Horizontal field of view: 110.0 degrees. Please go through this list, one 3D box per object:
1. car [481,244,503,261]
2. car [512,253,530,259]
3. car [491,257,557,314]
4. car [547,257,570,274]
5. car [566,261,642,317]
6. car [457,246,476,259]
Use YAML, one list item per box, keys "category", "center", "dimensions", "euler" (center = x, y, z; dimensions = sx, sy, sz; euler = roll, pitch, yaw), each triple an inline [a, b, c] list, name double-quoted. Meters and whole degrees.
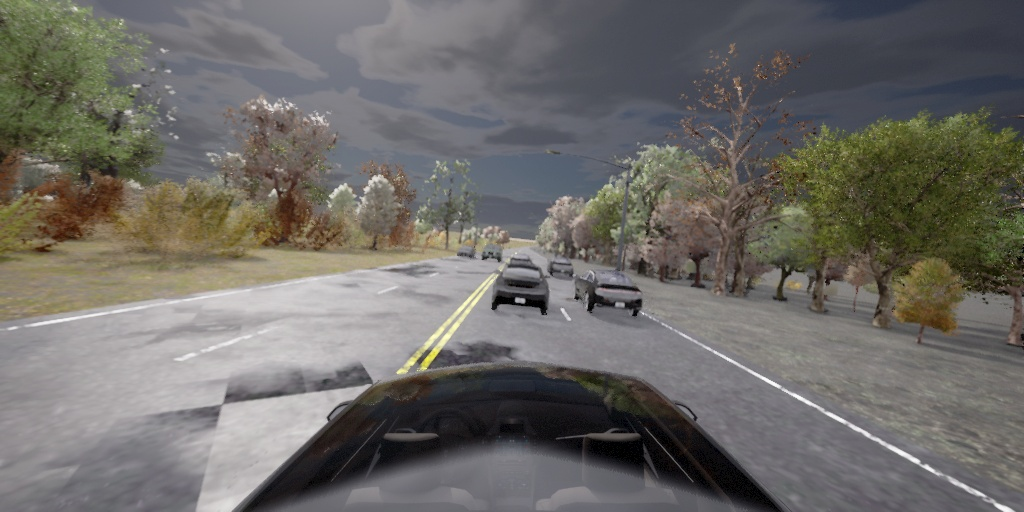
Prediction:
- category: "car"
  center: [-2.327, -0.417, 43.240]
  dimensions: [2.150, 2.045, 5.566]
  euler: [6, 2, 1]
- category: "car"
  center: [0.727, 0.551, 29.823]
  dimensions: [2.128, 1.511, 4.902]
  euler: [6, 2, 1]
- category: "car"
  center: [0.341, 1.023, 13.117]
  dimensions: [1.837, 1.490, 4.892]
  euler: [6, 2, 2]
- category: "car"
  center: [3.966, 0.855, 29.816]
  dimensions: [2.128, 1.511, 4.902]
  euler: [6, 3, 1]
- category: "car"
  center: [3.610, 1.287, 14.137]
  dimensions: [2.128, 1.511, 4.902]
  euler: [5, 2, 1]
- category: "car"
  center: [-5.557, -0.476, 44.302]
  dimensions: [1.837, 1.490, 4.892]
  euler: [6, 1, 2]
